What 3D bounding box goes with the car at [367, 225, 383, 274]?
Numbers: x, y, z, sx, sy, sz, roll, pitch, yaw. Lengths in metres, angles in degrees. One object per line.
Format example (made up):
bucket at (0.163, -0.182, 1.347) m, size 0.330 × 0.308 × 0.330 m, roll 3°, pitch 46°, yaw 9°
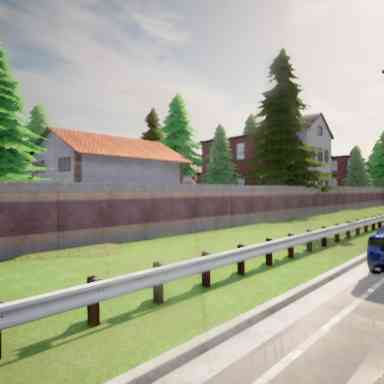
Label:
car at (6.516, 1.418, 9.448) m, size 1.882 × 1.535 × 5.008 m, roll 0°, pitch 0°, yaw 42°
